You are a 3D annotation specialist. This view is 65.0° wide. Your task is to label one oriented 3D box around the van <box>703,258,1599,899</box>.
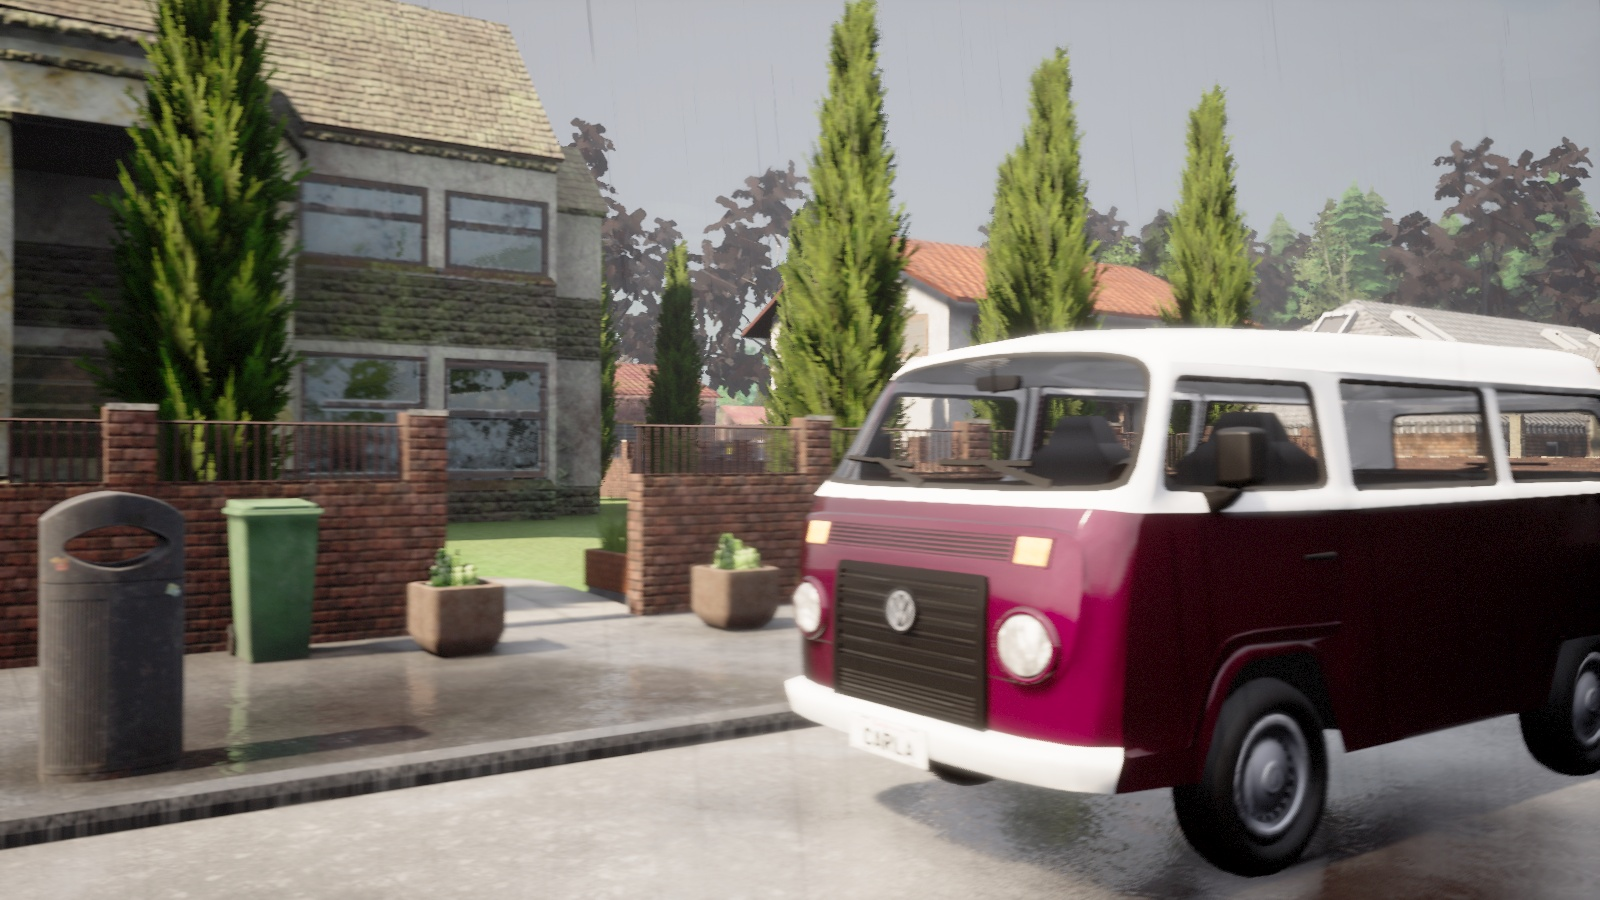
[{"bbox_3d":[2.025,0.478,5.679,4.480,2.038,2.069,0,0,-35],"label":"van"}]
